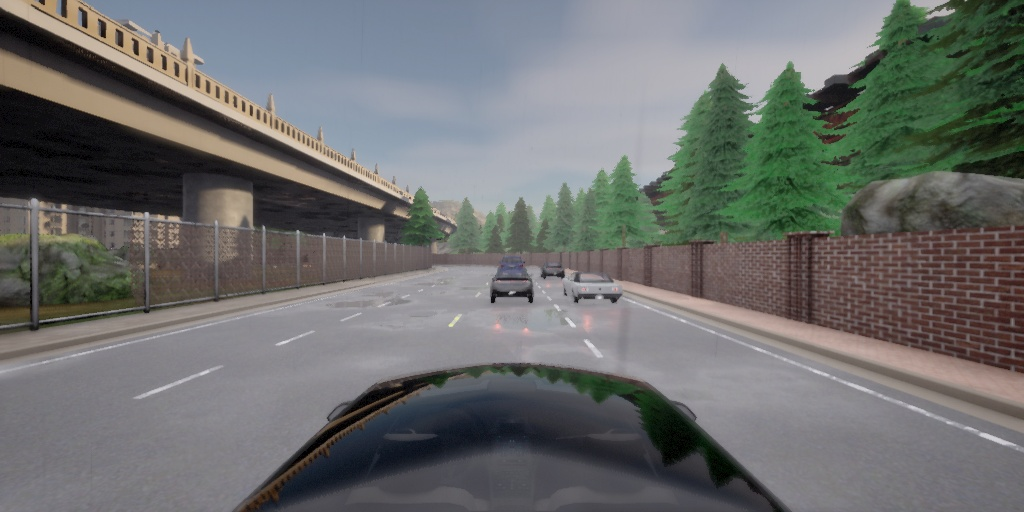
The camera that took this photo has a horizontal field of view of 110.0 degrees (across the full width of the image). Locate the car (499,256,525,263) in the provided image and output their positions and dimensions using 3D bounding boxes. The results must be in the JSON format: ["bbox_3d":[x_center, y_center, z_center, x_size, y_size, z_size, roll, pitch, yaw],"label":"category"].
[{"bbox_3d":[0.000,1.005,31.530,2.150,2.045,5.566,0,0,0],"label":"car"}]

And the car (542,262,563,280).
[{"bbox_3d":[3.500,1.243,31.500,2.128,1.511,4.902,0,0,0],"label":"car"}]

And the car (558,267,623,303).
[{"bbox_3d":[3.500,1.363,16.530,1.895,1.301,4.718,0,0,0],"label":"car"}]

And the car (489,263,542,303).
[{"bbox_3d":[0.000,1.242,16.500,2.128,1.511,4.902,0,0,0],"label":"car"}]
